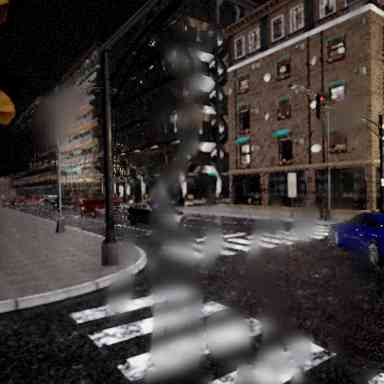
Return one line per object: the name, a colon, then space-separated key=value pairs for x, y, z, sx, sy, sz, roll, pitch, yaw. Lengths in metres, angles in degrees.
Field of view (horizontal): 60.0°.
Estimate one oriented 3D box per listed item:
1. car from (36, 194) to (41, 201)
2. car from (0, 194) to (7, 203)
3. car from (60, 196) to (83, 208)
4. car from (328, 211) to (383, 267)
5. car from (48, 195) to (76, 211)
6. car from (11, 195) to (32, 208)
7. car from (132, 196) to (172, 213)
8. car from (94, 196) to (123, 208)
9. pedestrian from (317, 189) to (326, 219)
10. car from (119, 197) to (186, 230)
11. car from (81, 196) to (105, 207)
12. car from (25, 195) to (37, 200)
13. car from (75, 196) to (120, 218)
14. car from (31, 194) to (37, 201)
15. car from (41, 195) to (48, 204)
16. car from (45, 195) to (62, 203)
car: x=-30.292 y=1.267 z=69.226 sx=2.008 sy=1.369 sz=4.403 roll=-2 pitch=1 yaw=-36
car: x=-37.118 y=1.240 z=64.358 sx=2.192 sy=1.841 sz=5.009 roll=-2 pitch=1 yaw=-36
car: x=-16.526 y=1.280 z=45.490 sx=1.812 sy=1.442 sz=4.674 roll=-2 pitch=1 yaw=-35
car: x=5.984 y=1.335 z=10.516 sx=1.812 sy=1.442 sz=4.674 roll=0 pitch=1 yaw=2
car: x=-14.108 y=1.329 z=36.735 sx=1.837 sy=1.490 sz=4.892 roll=-2 pitch=1 yaw=-36
car: x=-23.915 y=1.484 z=45.953 sx=1.802 sy=1.307 sz=4.206 roll=-2 pitch=1 yaw=-36
car: x=-3.999 y=1.202 z=32.551 sx=1.752 sy=1.417 sz=4.829 roll=-2 pitch=1 yaw=-36
car: x=-10.497 y=1.226 z=41.615 sx=1.887 sy=1.381 sz=4.507 roll=-2 pitch=1 yaw=-36
pedestrian: x=8.086 y=0.753 z=20.730 sx=0.375 sy=1.860 sz=0.375 roll=-2 pitch=1 yaw=-36
car: x=-2.246 y=1.317 z=20.168 sx=2.128 sy=1.511 sz=4.902 roll=-2 pitch=1 yaw=-36
car: x=-13.795 y=1.232 z=46.216 sx=1.887 sy=1.381 sz=4.507 roll=-2 pitch=1 yaw=-36
car: x=-40.189 y=1.321 z=83.031 sx=1.802 sy=1.307 sz=4.206 roll=-2 pitch=1 yaw=-36
car: x=-8.072 y=1.347 z=28.298 sx=1.812 sy=1.442 sz=4.674 roll=-2 pitch=1 yaw=-36
car: x=-33.592 y=1.267 z=73.828 sx=1.887 sy=1.381 sz=4.507 roll=-2 pitch=1 yaw=-36
car: x=-22.556 y=1.367 z=53.823 sx=1.895 sy=1.301 sz=4.718 roll=-2 pitch=1 yaw=-36
car: x=-26.993 y=1.261 z=64.624 sx=2.008 sy=1.369 sz=4.403 roll=-2 pitch=1 yaw=-36
